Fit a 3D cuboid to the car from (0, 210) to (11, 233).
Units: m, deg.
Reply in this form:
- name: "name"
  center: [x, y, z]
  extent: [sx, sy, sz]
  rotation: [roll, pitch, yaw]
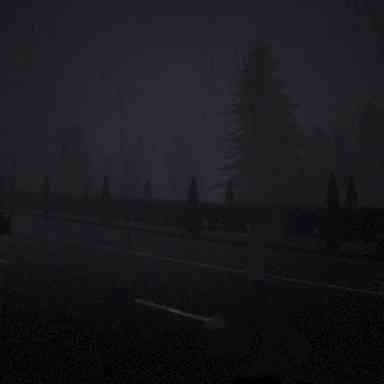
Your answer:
- name: "car"
  center: [-10.365, 1.156, 15.683]
  extent: [4.181, 1.385, 1.994]
  rotation: [3, 1, 35]
